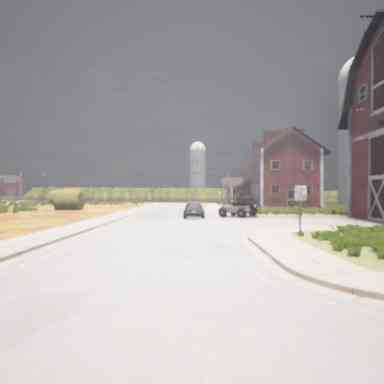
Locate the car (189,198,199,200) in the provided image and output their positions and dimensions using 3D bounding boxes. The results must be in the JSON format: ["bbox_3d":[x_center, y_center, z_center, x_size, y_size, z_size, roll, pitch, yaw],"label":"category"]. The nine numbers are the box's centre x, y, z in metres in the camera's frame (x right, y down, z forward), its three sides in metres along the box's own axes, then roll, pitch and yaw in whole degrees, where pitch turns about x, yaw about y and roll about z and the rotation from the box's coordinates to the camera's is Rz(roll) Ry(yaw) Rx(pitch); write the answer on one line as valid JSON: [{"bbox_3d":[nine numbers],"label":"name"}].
[{"bbox_3d":[0.265,1.624,45.638,2.097,1.767,4.553,0,0,1],"label":"car"}]

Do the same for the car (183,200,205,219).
[{"bbox_3d":[0.193,1.735,31.180,1.994,1.385,4.181,0,-1,1],"label":"car"}]

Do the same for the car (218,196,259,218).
[{"bbox_3d":[4.298,1.364,30.973,1.905,1.878,3.866,-7,3,-42],"label":"car"}]
